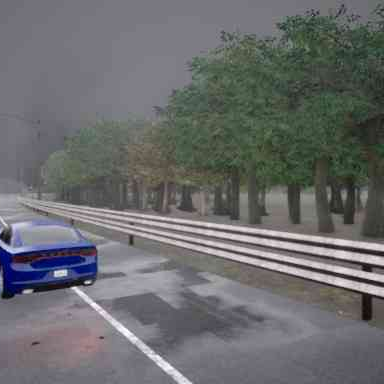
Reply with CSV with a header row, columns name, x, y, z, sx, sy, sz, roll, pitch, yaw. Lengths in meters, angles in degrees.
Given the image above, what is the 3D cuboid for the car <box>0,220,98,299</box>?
name,x,y,z,sx,sy,sz,roll,pitch,yaw
car,-4.021,1.476,8.704,1.882,1.535,5.008,0,0,-34
